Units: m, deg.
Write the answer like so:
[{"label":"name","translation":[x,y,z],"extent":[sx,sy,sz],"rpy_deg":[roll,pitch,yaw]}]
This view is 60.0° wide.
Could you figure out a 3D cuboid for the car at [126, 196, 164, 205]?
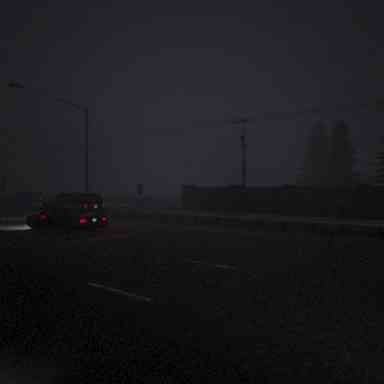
[{"label":"car","translation":[-6.752,1.242,48.509],"extent":[5.357,1.411,2.033],"rpy_deg":[0,0,-28]}]

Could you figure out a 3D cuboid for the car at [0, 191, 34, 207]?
[{"label":"car","translation":[-22.183,0.893,43.403],"extent":[5.566,2.045,2.150],"rpy_deg":[0,0,-6]}]

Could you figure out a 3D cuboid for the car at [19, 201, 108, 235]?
[{"label":"car","translation":[-6.824,1.420,17.893],"extent":[5.357,1.411,2.033],"rpy_deg":[0,0,37]}]

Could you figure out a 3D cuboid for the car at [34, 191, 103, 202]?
[{"label":"car","translation":[-8.492,1.055,23.494],"extent":[5.566,2.045,2.150],"rpy_deg":[0,0,37]}]
